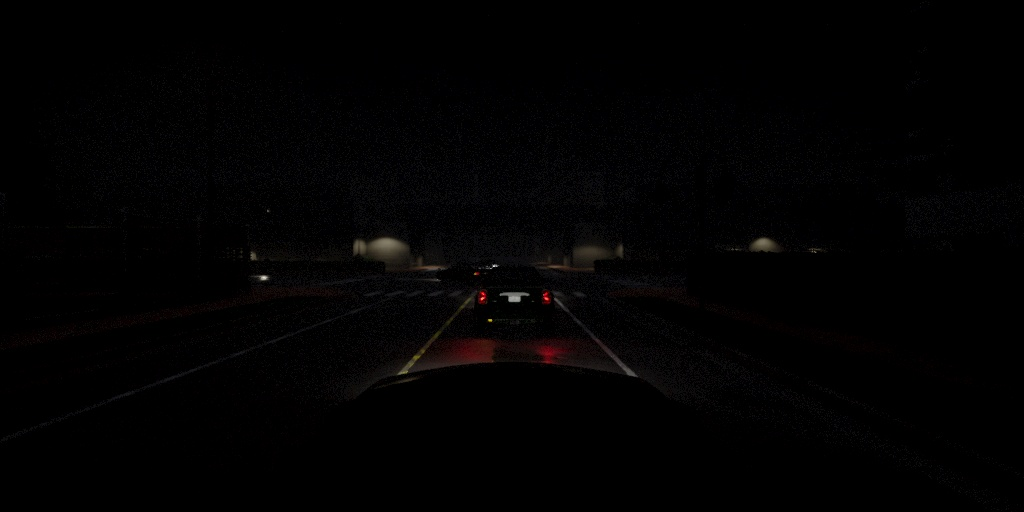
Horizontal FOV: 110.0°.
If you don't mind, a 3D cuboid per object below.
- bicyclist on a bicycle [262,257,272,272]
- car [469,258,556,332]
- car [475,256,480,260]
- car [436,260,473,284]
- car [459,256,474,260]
[{"bbox_3d":[-26.049,0.918,38.149,0.582,1.620,1.656,0,1,0],"label":"bicyclist on a bicycle"},{"bbox_3d":[0.073,1.064,10.905,2.097,1.767,4.553,0,0,0],"label":"car"},{"bbox_3d":[-4.236,1.087,57.155,2.033,1.411,5.357,0,0,0],"label":"car"},{"bbox_3d":[-3.470,1.214,25.991,2.033,1.411,5.357,0,0,-41],"label":"car"},{"bbox_3d":[-7.736,1.141,56.862,1.895,1.301,4.718,0,0,0],"label":"car"}]
